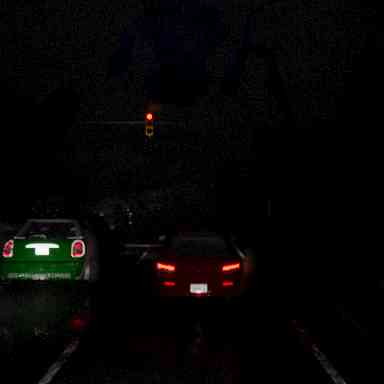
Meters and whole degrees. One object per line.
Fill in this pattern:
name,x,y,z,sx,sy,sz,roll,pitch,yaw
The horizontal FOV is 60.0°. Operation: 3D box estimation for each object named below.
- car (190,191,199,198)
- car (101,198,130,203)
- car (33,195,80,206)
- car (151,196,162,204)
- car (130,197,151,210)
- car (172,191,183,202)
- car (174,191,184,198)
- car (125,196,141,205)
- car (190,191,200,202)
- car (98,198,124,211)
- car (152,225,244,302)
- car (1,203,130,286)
car,0.560,0.527,76.720,1.837,1.490,4.892,0,3,0
car,-6.938,1.511,27.834,2.128,1.511,4.902,0,0,0
car,-10.451,1.241,25.884,2.150,2.045,5.566,0,0,1
car,-6.628,1.397,61.469,1.895,1.301,4.718,0,2,1
car,-6.814,1.534,42.838,1.837,1.490,4.892,0,0,0
car,-2.924,1.031,66.399,1.882,1.535,5.008,0,3,1
car,-2.942,0.564,76.510,2.128,1.511,4.902,0,3,0
car,-10.173,1.495,57.786,1.994,1.385,4.181,0,2,1
car,0.578,0.892,66.641,2.097,1.767,4.553,0,3,0
car,-10.314,1.523,42.760,2.128,1.511,4.902,0,0,0
car,0.131,1.532,8.145,1.812,1.442,4.674,0,0,0
car,-3.361,1.359,9.612,2.097,1.767,4.553,0,0,0
